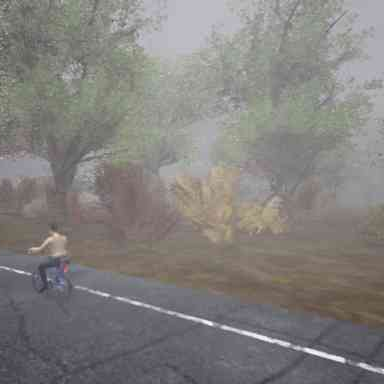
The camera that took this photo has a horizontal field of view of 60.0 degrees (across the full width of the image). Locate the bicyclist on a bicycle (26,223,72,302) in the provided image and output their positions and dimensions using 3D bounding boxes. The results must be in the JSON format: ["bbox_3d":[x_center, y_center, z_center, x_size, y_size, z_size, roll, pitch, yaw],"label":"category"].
[{"bbox_3d":[-3.053,1.477,7.203,1.509,1.612,0.866,0,-1,36],"label":"bicyclist on a bicycle"}]
